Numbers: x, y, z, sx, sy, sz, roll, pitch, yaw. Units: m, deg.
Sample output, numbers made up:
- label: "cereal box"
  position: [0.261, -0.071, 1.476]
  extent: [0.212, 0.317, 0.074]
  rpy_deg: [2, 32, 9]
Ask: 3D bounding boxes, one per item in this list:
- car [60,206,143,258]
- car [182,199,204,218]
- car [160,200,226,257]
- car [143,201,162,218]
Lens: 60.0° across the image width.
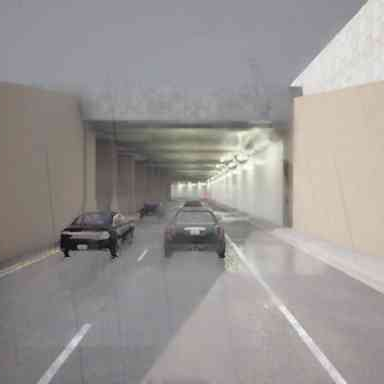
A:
- label: "car"
  position: [-3.398, 1.496, 12.752]
  extent: [2.128, 1.511, 4.902]
  rpy_deg: [0, 0, 0]
- label: "car"
  position: [0.105, 1.488, 30.993]
  extent: [1.882, 1.535, 5.008]
  rpy_deg: [0, 0, 0]
- label: "car"
  position: [0.101, 1.356, 13.099]
  extent: [2.097, 1.767, 4.553]
  rpy_deg: [0, 0, 0]
- label: "car"
  position: [-3.396, 1.501, 29.425]
  extent: [2.128, 1.511, 4.902]
  rpy_deg: [0, 0, 0]
